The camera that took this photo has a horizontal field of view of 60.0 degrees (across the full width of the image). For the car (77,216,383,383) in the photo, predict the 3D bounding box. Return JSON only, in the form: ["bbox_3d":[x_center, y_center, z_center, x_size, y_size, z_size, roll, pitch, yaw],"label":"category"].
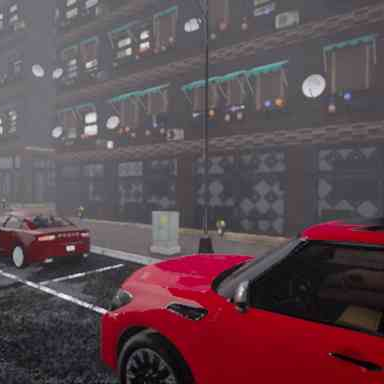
[{"bbox_3d":[1.671,1.219,2.769,5.566,2.045,2.150,2,1,36],"label":"car"}]

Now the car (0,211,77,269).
[{"bbox_3d":[-4.871,1.216,9.779,4.507,1.381,1.887,2,0,36],"label":"car"}]
